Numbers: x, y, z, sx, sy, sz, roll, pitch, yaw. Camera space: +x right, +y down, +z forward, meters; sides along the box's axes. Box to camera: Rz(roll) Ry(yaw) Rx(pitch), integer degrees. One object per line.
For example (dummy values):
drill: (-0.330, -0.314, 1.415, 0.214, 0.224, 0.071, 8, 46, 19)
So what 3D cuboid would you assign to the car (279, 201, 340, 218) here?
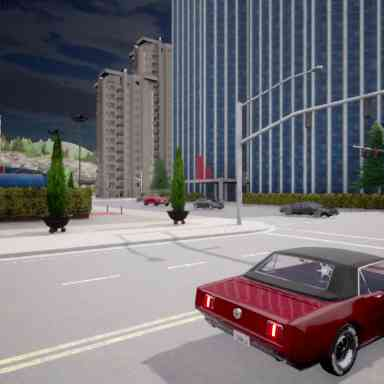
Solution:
car: (10.477, 1.547, 30.232, 2.033, 1.411, 5.357, 0, 0, -36)

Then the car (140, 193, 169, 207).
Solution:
car: (-5.587, 1.221, 52.321, 2.150, 2.045, 5.566, 0, 0, -36)

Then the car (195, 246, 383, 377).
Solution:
car: (2.459, 1.601, 5.564, 4.718, 1.301, 1.895, 0, 0, -35)

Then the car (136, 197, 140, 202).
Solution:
car: (-10.155, 1.511, 70.722, 2.128, 1.511, 4.902, 0, 0, -36)

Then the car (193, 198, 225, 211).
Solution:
car: (2.054, 1.505, 41.785, 1.837, 1.490, 4.892, 0, 0, -36)
